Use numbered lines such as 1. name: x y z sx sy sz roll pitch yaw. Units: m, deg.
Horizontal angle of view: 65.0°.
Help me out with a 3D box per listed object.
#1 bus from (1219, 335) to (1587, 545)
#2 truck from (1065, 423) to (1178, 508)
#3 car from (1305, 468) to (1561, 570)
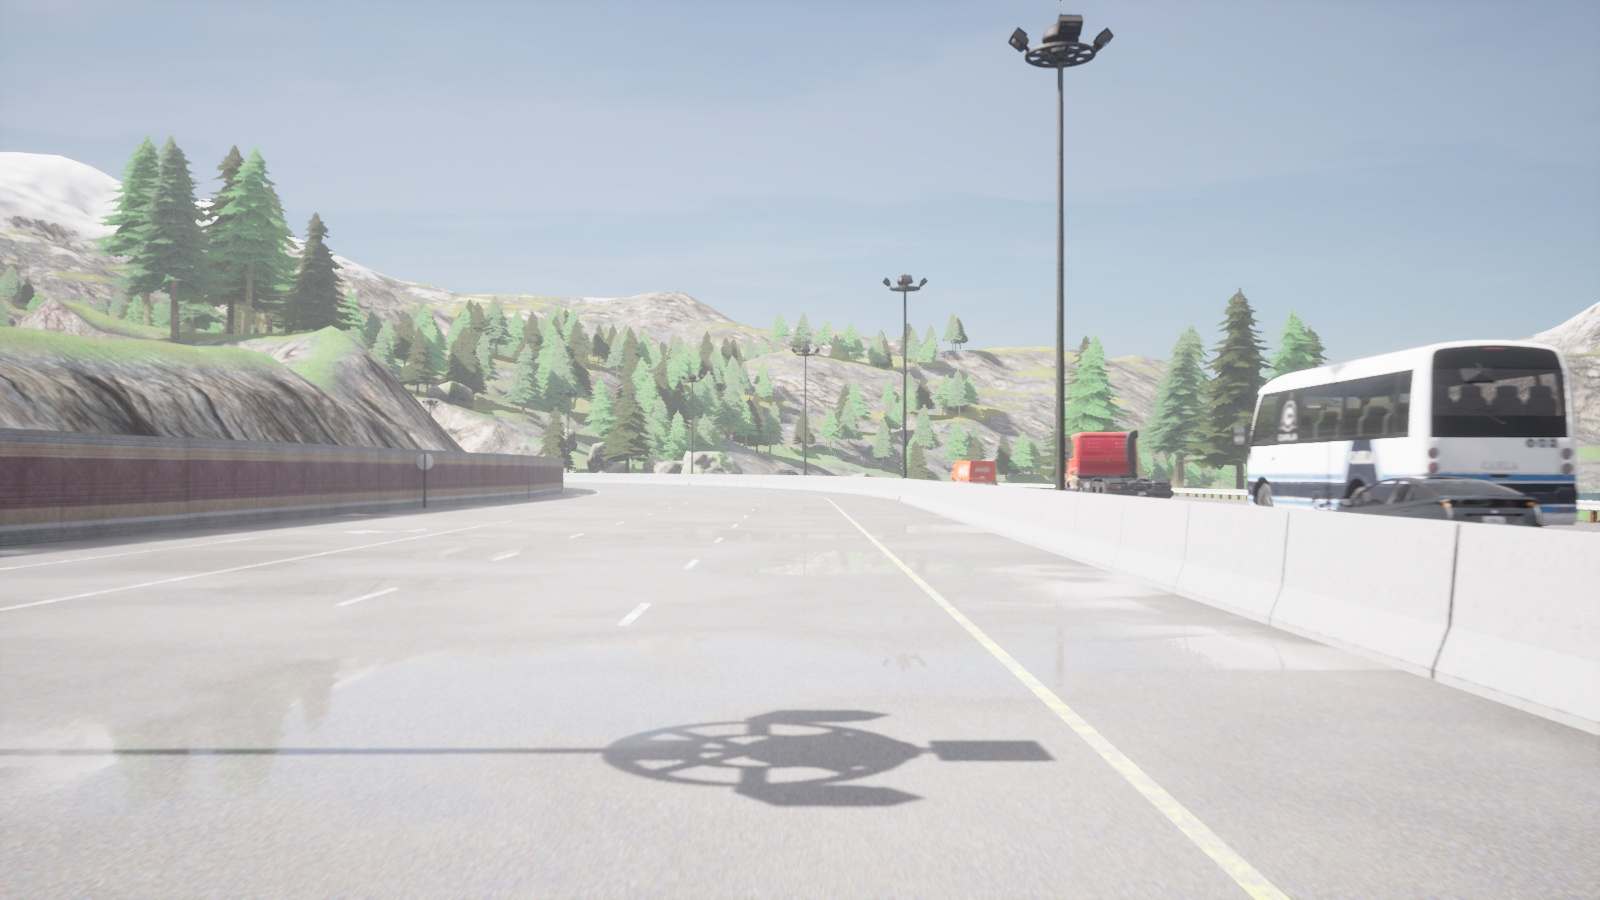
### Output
1. bus: 13.923 -0.106 30.565 3.944 4.253 10.273 0 -1 0
2. truck: 13.866 0.696 54.898 2.891 3.462 7.936 0 -1 0
3. car: 10.450 1.074 21.187 2.007 1.525 4.514 0 -1 0
